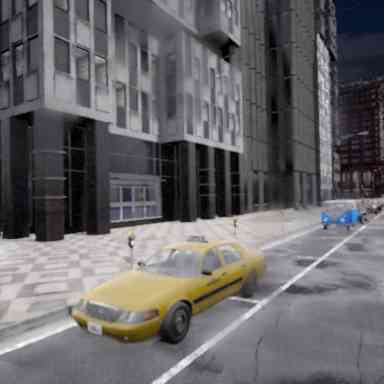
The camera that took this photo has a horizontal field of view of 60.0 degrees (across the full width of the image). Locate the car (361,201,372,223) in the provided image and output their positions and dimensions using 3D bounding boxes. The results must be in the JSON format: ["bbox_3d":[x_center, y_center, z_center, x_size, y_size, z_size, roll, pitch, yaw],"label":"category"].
[{"bbox_3d":[12.448,1.623,25.783,1.947,1.339,4.313,-2,-1,33],"label":"car"}]

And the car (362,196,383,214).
[{"bbox_3d":[18.631,1.499,35.216,1.967,1.590,4.097,-2,-1,33],"label":"car"}]

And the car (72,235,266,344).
[{"bbox_3d":[-0.039,1.612,6.751,1.752,1.417,4.829,-1,0,34],"label":"car"}]

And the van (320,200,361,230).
[{"bbox_3d":[9.350,1.401,21.071,1.690,1.788,3.998,-2,-1,33],"label":"van"}]
